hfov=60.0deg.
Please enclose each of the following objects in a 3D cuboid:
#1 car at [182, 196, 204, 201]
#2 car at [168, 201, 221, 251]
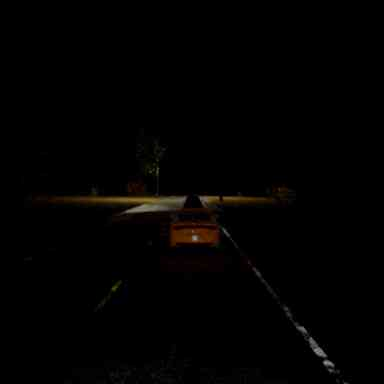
[{"bbox_3d":[0.099,1.185,34.248,1.837,1.490,4.892,0,1,0],"label":"car"},{"bbox_3d":[0.100,1.351,13.571,1.882,1.535,5.008,0,1,0],"label":"car"}]
